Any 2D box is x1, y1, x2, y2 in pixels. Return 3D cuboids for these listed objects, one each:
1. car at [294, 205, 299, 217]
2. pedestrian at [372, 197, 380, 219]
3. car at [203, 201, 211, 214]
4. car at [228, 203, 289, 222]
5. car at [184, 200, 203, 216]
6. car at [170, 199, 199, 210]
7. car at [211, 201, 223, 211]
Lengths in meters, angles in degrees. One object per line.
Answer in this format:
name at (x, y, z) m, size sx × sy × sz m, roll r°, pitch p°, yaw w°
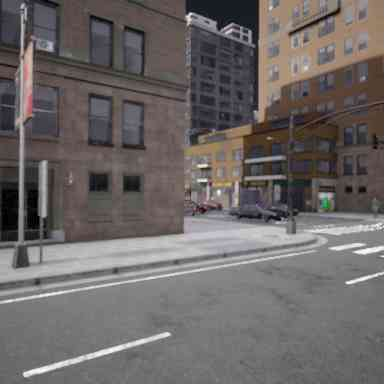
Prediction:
car at (8.505, 1.712, 32.823) m, size 1.947 × 1.339 × 4.313 m, roll 1°, pitch 0°, yaw -35°
pedestrian at (15.450, 1.316, 27.973) m, size 0.375 × 1.860 × 0.375 m, roll 1°, pitch 0°, yaw -35°
car at (-0.393, 1.696, 35.909) m, size 1.895 × 1.301 × 4.718 m, roll 1°, pitch 0°, yaw -35°
car at (5.385, 1.645, 27.697) m, size 2.033 × 1.411 × 5.357 m, roll 1°, pitch 0°, yaw -37°
car at (-1.228, 1.513, 32.697) m, size 1.967 × 1.590 × 4.097 m, roll 1°, pitch 0°, yaw -35°
car at (-1.032, 1.711, 46.328) m, size 1.947 × 1.339 × 4.313 m, roll 1°, pitch 0°, yaw -35°
car at (2.146, 1.726, 41.827) m, size 1.802 × 1.307 × 4.206 m, roll 1°, pitch 0°, yaw -35°
